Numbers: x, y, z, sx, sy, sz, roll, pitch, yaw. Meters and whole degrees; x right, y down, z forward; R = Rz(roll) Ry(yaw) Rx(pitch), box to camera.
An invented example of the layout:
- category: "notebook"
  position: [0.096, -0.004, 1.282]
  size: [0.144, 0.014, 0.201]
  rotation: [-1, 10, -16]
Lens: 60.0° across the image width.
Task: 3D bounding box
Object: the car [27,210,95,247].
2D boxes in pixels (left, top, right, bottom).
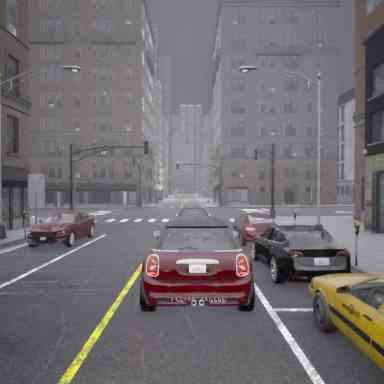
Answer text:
- category: "car"
  position: [-5.704, 1.538, 14.957]
  size: [1.887, 1.381, 4.507]
  rotation: [-1, 0, 0]

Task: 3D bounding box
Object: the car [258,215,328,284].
- category: "car"
  position: [2.851, 1.562, 9.388]
  size: [1.947, 1.339, 4.313]
  rotation: [-1, 0, 0]

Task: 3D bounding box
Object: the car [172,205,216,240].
- category: "car"
  position: [0.068, 1.539, 18.131]
  size: [2.033, 1.411, 5.357]
  rotation: [0, 0, 0]

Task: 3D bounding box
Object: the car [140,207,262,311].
- category: "car"
  position: [0.088, 1.349, 7.893]
  size: [2.097, 1.767, 4.553]
  rotation: [0, 0, 0]

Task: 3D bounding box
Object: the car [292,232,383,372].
- category: "car"
  position: [2.859, 1.524, 3.971]
  size: [1.752, 1.417, 4.829]
  rotation: [-1, 0, 0]

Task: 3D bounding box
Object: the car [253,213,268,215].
- category: "car"
  position: [2.842, 1.575, 14.974]
  size: [1.802, 1.307, 4.206]
  rotation: [-1, 0, 0]
